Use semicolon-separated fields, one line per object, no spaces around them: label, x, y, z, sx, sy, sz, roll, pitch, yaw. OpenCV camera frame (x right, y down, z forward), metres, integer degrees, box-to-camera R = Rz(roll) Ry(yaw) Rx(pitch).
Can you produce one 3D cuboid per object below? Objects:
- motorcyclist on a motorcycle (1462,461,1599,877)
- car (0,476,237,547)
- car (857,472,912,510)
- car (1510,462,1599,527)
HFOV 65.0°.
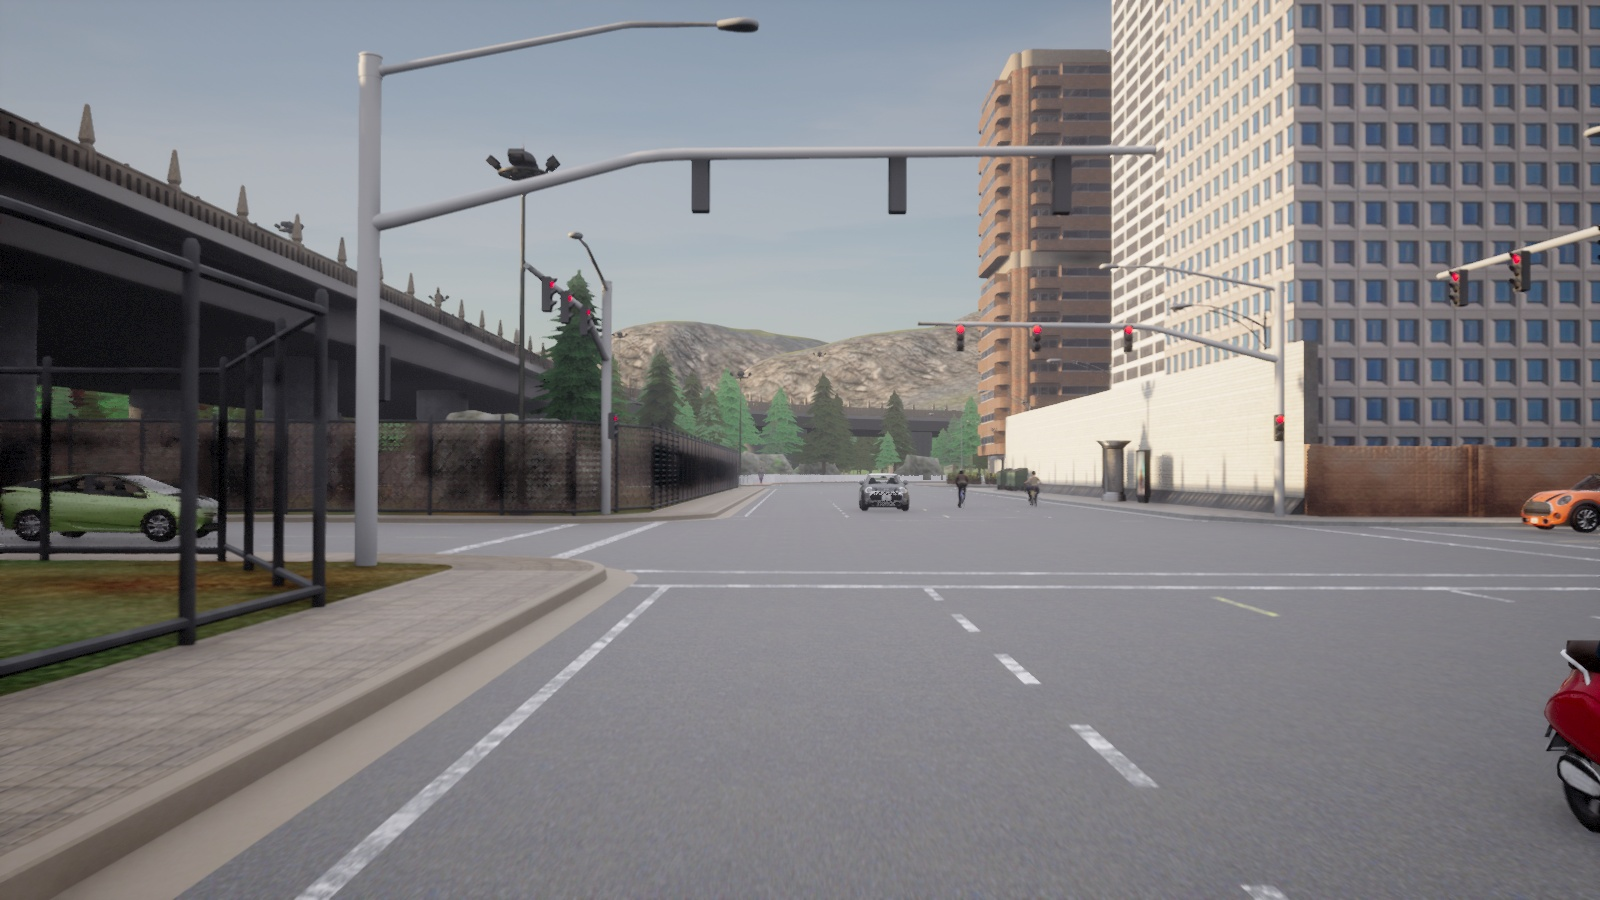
motorcyclist on a motorcycle;3.488;0.836;4.862;0.866;1.590;1.817;0;-1;0
car;-15.405;1.353;28.324;4.514;1.525;2.007;0;-1;0
car;3.375;1.618;50.864;1.970;1.475;3.806;0;-1;0
car;22.960;1.231;35.506;4.553;1.767;2.097;0;-1;0
